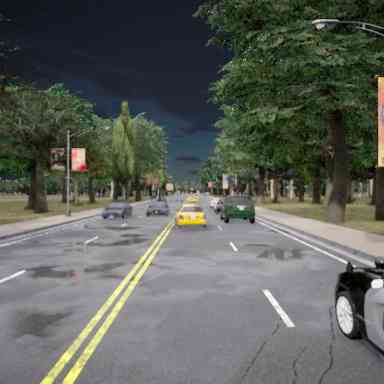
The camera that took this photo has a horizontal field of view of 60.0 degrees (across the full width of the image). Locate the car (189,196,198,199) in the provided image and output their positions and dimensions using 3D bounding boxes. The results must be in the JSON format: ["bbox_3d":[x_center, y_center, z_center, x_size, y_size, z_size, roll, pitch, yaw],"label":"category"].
[{"bbox_3d":[0.411,1.558,66.318,1.882,1.535,5.008,0,0,1],"label":"car"}]

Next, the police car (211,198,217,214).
[{"bbox_3d":[3.490,1.563,36.569,2.038,1.542,4.974,0,0,0],"label":"police car"}]

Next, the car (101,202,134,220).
[{"bbox_3d":[-6.398,1.595,29.203,2.033,1.411,5.357,0,0,0],"label":"car"}]

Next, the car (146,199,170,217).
[{"bbox_3d":[-3.136,1.614,31.425,1.994,1.385,4.181,0,0,0],"label":"car"}]

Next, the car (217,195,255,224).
[{"bbox_3d":[3.432,1.264,25.594,2.150,2.045,5.566,0,0,0],"label":"car"}]

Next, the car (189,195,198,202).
[{"bbox_3d":[0.354,1.604,79.077,2.128,1.511,4.902,0,0,0],"label":"car"}]

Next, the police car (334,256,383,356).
[{"bbox_3d":[3.279,1.433,3.663,1.930,1.638,5.238,0,0,0],"label":"police car"}]

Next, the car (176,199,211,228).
[{"bbox_3d":[-0.095,1.492,22.236,1.801,1.575,5.366,0,0,-4],"label":"car"}]

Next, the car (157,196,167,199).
[{"bbox_3d":[-6.157,1.551,69.807,2.033,1.411,5.357,0,0,0],"label":"car"}]
